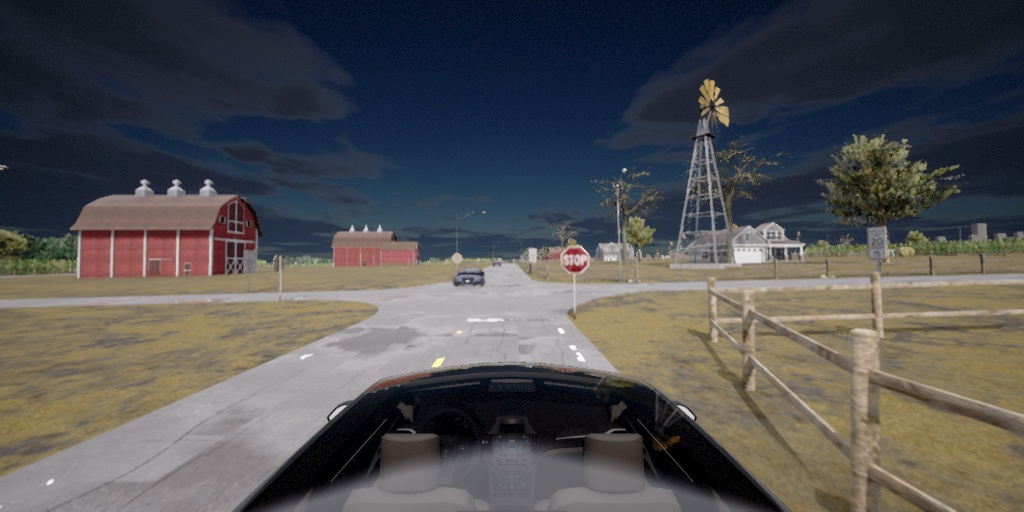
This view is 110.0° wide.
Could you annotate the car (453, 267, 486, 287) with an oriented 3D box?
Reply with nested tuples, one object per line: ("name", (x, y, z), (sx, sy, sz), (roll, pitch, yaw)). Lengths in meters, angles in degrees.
("car", (-2.861, 1.432, 25.131), (1.994, 1.385, 4.181), (0, 0, 0))
